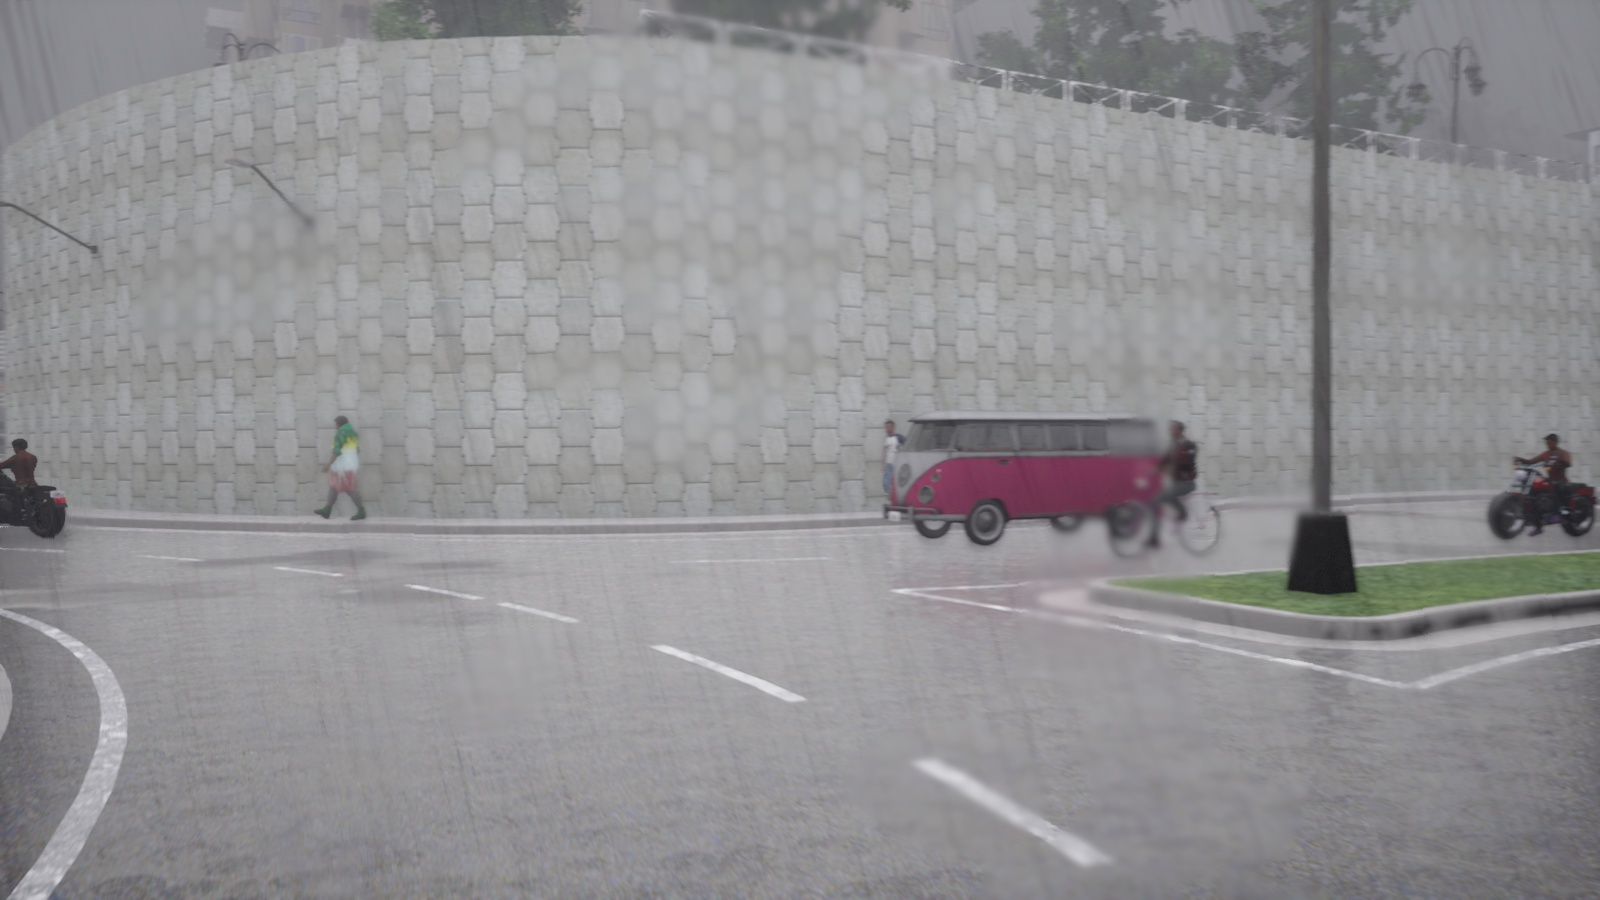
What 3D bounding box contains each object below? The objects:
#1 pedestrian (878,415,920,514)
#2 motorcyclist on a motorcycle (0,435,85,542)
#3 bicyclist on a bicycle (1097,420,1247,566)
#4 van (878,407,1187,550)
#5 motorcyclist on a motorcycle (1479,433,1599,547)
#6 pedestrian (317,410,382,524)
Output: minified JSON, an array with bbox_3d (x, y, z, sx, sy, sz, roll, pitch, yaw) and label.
[{"bbox_3d":[1.848,0.266,23.431,0.706,1.836,0.354,0,0,-29],"label":"pedestrian"},{"bbox_3d":[-12.738,0.599,20.307,2.350,1.649,0.766,0,0,23],"label":"motorcyclist on a motorcycle"},{"bbox_3d":[4.727,0.520,15.937,1.843,1.776,0.659,0,0,-24],"label":"bicyclist on a bicycle"},{"bbox_3d":[3.581,0.385,19.250,4.442,1.987,1.775,0,0,-25],"label":"van"},{"bbox_3d":[11.438,0.573,19.058,2.350,1.649,0.766,0,0,-26],"label":"motorcyclist on a motorcycle"},{"bbox_3d":[-7.796,0.289,21.748,0.873,1.952,0.659,0,0,1],"label":"pedestrian"}]
